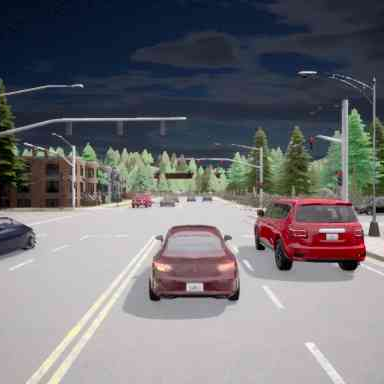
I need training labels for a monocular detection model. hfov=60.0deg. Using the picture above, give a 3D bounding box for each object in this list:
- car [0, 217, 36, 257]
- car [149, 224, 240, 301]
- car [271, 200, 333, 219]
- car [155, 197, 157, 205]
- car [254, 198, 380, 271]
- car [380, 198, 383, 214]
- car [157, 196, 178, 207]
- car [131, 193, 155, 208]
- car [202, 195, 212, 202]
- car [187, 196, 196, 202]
[{"bbox_3d":[-7.127,1.564,11.413,1.994,1.385,4.181,0,0,0],"label":"car"},{"bbox_3d":[0.045,1.526,8.205,1.812,1.442,4.674,0,0,0],"label":"car"},{"bbox_3d":[9.451,1.505,28.894,4.892,1.490,1.837,0,2,6],"label":"car"},{"bbox_3d":[-7.207,1.526,59.737,1.812,1.442,4.674,0,0,1],"label":"car"},{"bbox_3d":[3.551,1.221,11.086,2.150,2.045,5.566,0,0,0],"label":"car"},{"bbox_3d":[18.255,1.352,32.480,4.553,1.767,2.097,0,0,0],"label":"car"},{"bbox_3d":[-3.711,1.352,51.203,2.097,1.767,4.553,0,0,0],"label":"car"},{"bbox_3d":[-7.178,1.221,47.927,2.150,2.045,5.566,0,0,2],"label":"car"},{"bbox_3d":[3.342,1.355,74.368,2.097,1.767,4.553,0,0,0],"label":"car"},{"bbox_3d":[-0.165,1.553,74.595,1.994,1.385,4.181,0,0,0],"label":"car"}]
